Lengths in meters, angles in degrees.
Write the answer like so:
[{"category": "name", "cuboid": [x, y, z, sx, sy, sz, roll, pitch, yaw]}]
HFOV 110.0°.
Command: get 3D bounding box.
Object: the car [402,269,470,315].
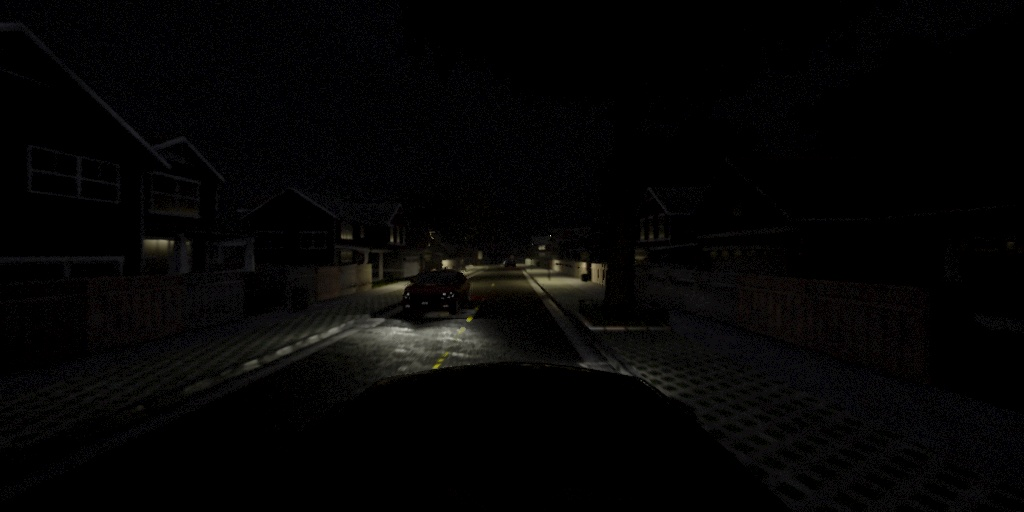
[{"category": "car", "cuboid": [-2.797, 1.275, 14.091, 1.882, 1.535, 5.008, 0, -1, 0]}]
